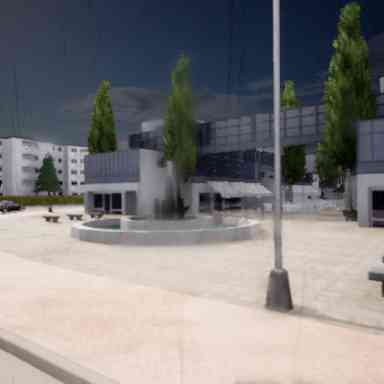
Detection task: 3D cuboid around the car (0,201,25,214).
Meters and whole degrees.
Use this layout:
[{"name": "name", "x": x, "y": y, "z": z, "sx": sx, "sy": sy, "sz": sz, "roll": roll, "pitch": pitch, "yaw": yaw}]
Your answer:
[{"name": "car", "x": -22.377, "y": 1.846, "z": 40.373, "sx": 2.128, "sy": 1.511, "sz": 4.902, "roll": 0, "pitch": 0, "yaw": 7}]
